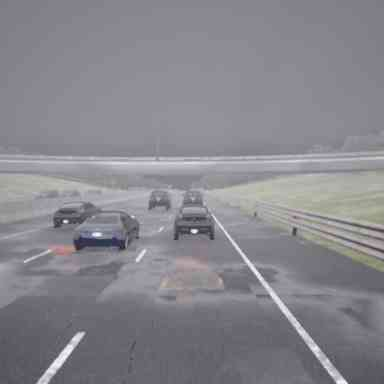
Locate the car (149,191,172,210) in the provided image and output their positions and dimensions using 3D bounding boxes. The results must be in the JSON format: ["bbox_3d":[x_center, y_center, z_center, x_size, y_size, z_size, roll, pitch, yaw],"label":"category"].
[{"bbox_3d":[-3.401,0.848,36.156,2.150,2.045,5.566,0,1,0],"label":"car"}]

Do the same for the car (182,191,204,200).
[{"bbox_3d":[0.110,0.847,36.130,2.150,2.045,5.566,0,1,0],"label":"car"}]

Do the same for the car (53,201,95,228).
[{"bbox_3d":[-6.894,1.328,20.576,1.837,1.490,4.892,0,1,0],"label":"car"}]

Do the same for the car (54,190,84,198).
[{"bbox_3d":[-21.014,0.603,57.087,2.150,2.045,5.566,0,1,1],"label":"car"}]

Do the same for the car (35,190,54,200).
[{"bbox_3d":[-24.513,0.608,56.687,2.150,2.045,5.566,0,1,1],"label":"car"}]

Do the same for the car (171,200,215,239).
[{"bbox_3d":[0.101,1.378,16.562,1.837,1.490,4.892,0,1,0],"label":"car"}]

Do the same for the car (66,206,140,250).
[{"bbox_3d":[-3.396,1.469,13.922,1.994,1.385,4.181,0,1,0],"label":"car"}]

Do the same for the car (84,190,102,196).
[{"bbox_3d":[-17.506,0.616,58.735,2.150,2.045,5.566,0,1,1],"label":"car"}]
